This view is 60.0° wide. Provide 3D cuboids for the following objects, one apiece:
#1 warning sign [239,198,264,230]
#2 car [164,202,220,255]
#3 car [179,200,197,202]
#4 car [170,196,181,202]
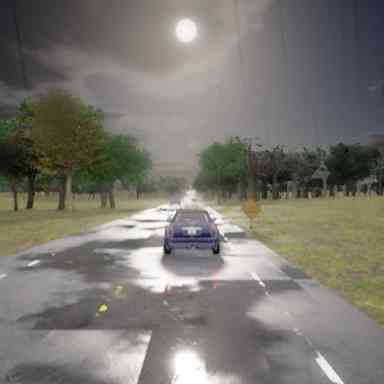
[{"bbox_3d":[3.545,1.302,19.877,1.300,1.860,1.060,0,-1,0],"label":"warning sign"},{"bbox_3d":[-0.001,1.483,14.091,2.097,1.767,4.553,0,-1,0],"label":"car"},{"bbox_3d":[-0.001,1.754,29.486,1.882,1.535,5.008,0,0,0],"label":"car"},{"bbox_3d":[-3.515,1.953,70.949,2.150,2.045,5.566,0,-1,0],"label":"car"}]
